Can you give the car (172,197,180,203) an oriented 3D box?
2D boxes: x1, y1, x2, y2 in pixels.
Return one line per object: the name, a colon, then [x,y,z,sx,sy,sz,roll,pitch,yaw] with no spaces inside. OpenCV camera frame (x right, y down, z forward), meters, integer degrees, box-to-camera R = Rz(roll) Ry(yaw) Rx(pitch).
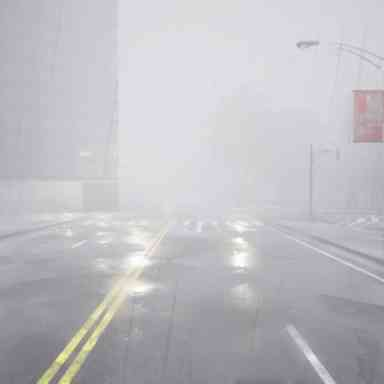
car: [-4.355,2.190,90.399,1.812,1.442,4.674,0,-1,-2]
